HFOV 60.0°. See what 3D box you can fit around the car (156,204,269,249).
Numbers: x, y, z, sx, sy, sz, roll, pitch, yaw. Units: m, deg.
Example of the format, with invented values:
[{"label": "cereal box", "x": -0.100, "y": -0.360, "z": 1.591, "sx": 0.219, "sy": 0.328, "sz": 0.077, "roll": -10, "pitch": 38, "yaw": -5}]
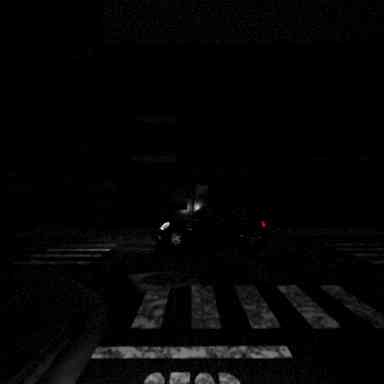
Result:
[{"label": "car", "x": 0.802, "y": 1.359, "z": 14.028, "sx": 4.553, "sy": 1.767, "sz": 2.097, "roll": 0, "pitch": 0, "yaw": 0}]
